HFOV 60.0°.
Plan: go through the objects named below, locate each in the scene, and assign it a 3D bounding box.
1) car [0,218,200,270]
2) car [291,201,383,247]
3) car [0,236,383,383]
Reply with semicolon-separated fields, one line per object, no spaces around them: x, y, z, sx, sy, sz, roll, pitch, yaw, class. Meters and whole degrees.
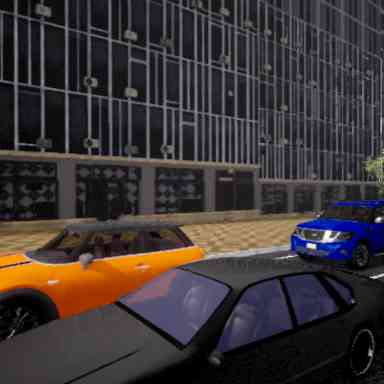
-1.879;1.373;6.318;4.553;1.767;2.097;1;0;-35;car
5.954;1.341;11.835;5.566;2.045;2.150;1;0;-35;car
0.492;1.575;4.016;5.357;1.411;2.033;1;0;-35;car
